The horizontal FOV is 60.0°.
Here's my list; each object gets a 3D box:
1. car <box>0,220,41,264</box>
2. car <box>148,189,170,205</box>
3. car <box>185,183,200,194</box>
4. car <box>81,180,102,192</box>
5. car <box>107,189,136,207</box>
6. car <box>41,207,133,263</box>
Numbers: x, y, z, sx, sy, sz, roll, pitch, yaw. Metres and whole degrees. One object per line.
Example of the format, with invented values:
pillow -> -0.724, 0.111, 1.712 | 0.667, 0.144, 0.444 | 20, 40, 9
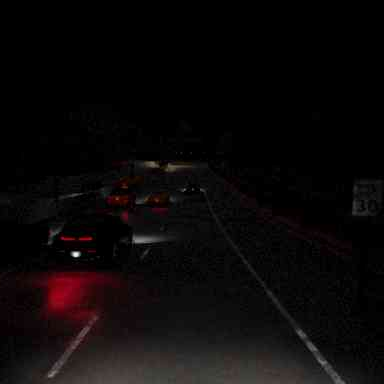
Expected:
car -> -6.895, 1.642, 11.913 | 1.895, 1.301, 4.718 | 0, 0, 0
car -> -3.387, 0.428, 34.503 | 1.882, 1.535, 5.008 | 0, 5, 0
car -> 0.134, -0.587, 44.837 | 1.994, 1.385, 4.181 | 0, 6, 0
car -> -14.033, -0.844, 46.521 | 2.128, 1.511, 4.902 | 0, 6, 1
car -> -6.888, 0.450, 32.857 | 2.097, 1.767, 4.553 | 0, 5, 0
car -> -3.395, 1.547, 12.145 | 1.837, 1.490, 4.892 | 0, 0, 0
